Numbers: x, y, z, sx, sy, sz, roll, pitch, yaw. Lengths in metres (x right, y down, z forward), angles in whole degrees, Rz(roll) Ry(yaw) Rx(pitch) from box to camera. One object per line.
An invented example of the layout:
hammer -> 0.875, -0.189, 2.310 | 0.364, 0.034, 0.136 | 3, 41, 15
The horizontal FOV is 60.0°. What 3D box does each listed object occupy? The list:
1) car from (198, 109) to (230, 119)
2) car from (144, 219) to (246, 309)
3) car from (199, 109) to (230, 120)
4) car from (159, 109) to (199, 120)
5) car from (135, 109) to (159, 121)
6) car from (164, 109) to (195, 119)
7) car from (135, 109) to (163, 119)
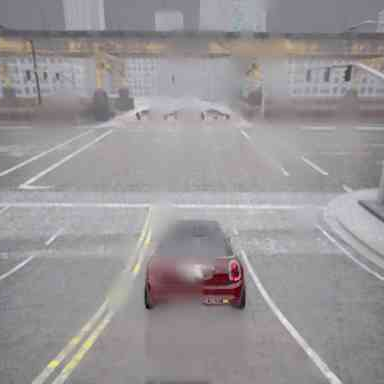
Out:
car -> 3.407, -12.137, 51.445 | 4.536, 1.218, 1.853 | 10, 21, 28
car -> 0.068, 1.485, 8.633 | 2.097, 1.767, 4.553 | 0, 4, 0
car -> 3.452, -11.980, 51.470 | 4.974, 1.542, 2.038 | 10, 21, 28
car -> -1.930, -11.767, 50.825 | 4.974, 1.542, 2.038 | -12, 22, -33
car -> -6.537, -11.794, 50.904 | 4.974, 1.542, 2.038 | 17, 25, 42
car -> -1.888, -11.926, 50.804 | 4.536, 1.218, 1.853 | -12, 22, -33
car -> -6.575, -11.955, 50.889 | 4.536, 1.218, 1.853 | 17, 25, 42
